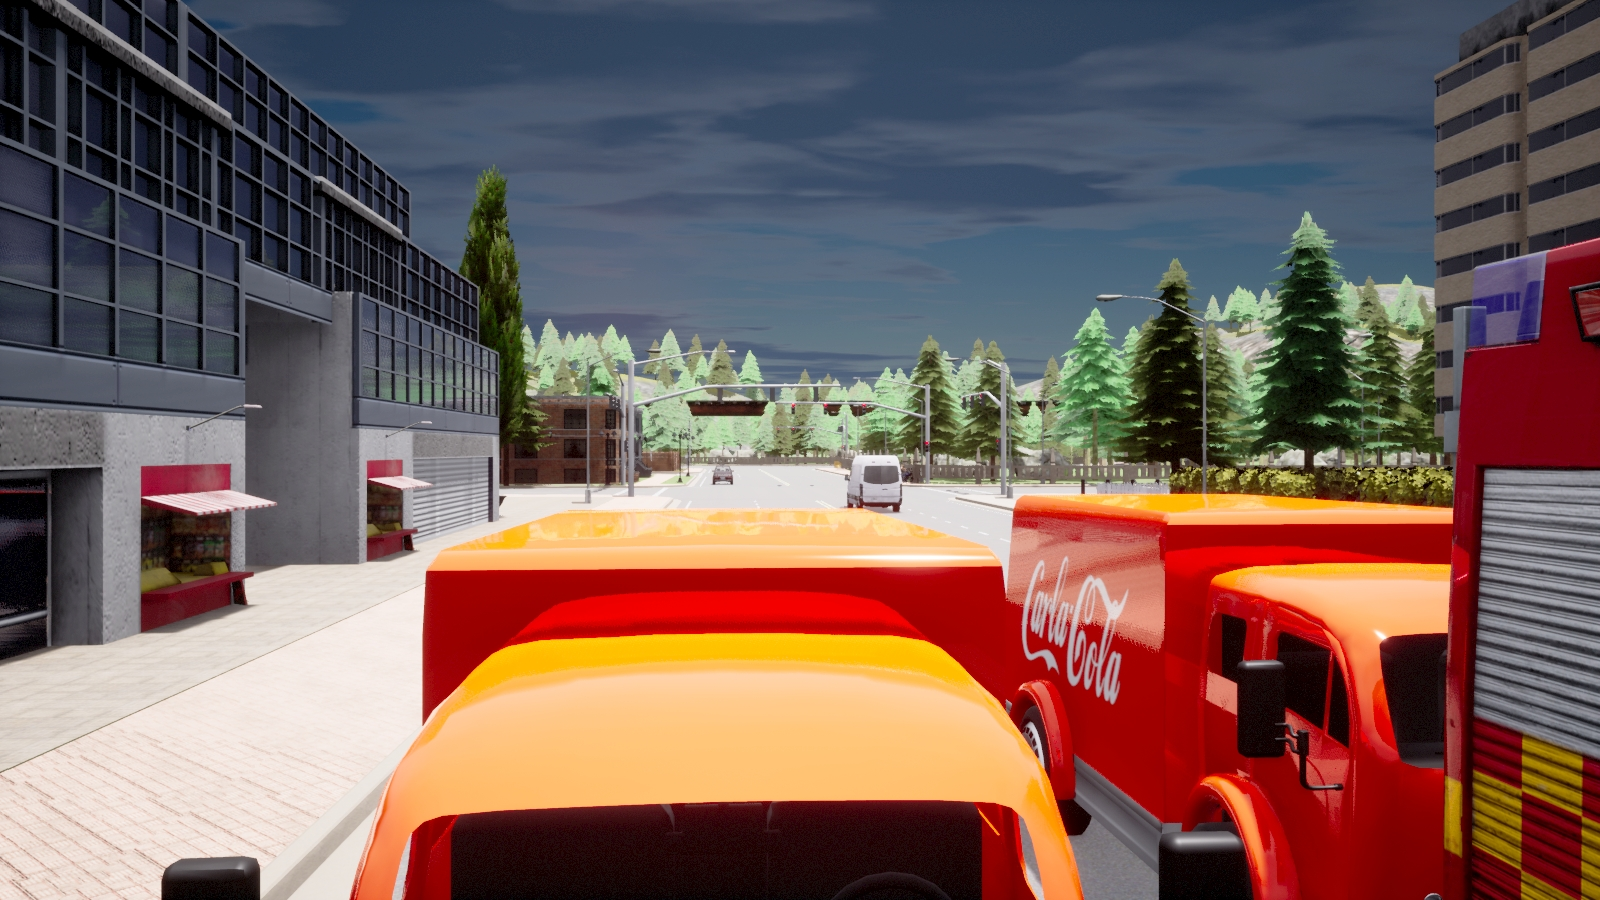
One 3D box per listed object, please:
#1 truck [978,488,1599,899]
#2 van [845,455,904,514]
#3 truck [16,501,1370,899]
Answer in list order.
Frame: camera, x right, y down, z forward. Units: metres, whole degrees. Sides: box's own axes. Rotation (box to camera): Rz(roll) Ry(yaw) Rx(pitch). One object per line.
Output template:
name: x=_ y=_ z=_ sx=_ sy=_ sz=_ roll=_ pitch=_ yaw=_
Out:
truck: x=3.003 y=1.568 z=7.234 sx=2.627 sy=2.467 sz=5.204 roll=0 pitch=0 yaw=-4
van: x=3.411 y=1.534 z=53.444 sx=1.988 sy=2.561 sz=5.915 roll=0 pitch=0 yaw=-4
truck: x=-0.347 y=1.568 z=4.821 sx=2.627 sy=2.467 sz=5.204 roll=0 pitch=0 yaw=-4
